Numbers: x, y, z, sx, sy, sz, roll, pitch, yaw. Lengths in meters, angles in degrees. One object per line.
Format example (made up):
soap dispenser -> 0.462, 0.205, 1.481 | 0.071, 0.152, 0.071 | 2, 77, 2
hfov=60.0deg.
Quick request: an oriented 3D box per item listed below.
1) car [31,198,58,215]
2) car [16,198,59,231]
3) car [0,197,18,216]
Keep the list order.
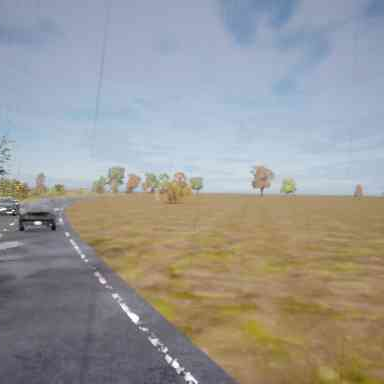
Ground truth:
car -> -14.316, 1.325, 32.447 | 2.033, 1.411, 5.357 | 1, 0, -20
car -> -9.019, 1.366, 19.662 | 1.837, 1.490, 4.892 | 1, 0, -23
car -> -16.237, 1.229, 29.124 | 1.837, 1.490, 4.892 | 1, 0, -21
